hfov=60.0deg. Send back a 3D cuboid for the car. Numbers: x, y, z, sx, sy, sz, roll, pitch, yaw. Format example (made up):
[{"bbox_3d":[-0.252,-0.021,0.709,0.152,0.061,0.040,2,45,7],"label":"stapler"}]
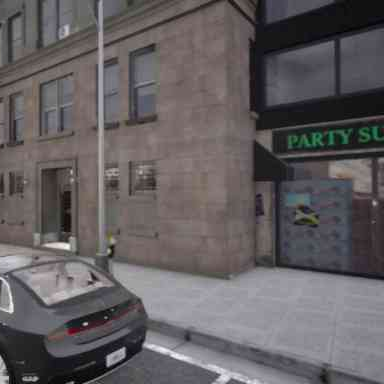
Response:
[{"bbox_3d":[-2.622,1.606,4.934,4.403,1.369,2.008,-1,0,35],"label":"car"}]
